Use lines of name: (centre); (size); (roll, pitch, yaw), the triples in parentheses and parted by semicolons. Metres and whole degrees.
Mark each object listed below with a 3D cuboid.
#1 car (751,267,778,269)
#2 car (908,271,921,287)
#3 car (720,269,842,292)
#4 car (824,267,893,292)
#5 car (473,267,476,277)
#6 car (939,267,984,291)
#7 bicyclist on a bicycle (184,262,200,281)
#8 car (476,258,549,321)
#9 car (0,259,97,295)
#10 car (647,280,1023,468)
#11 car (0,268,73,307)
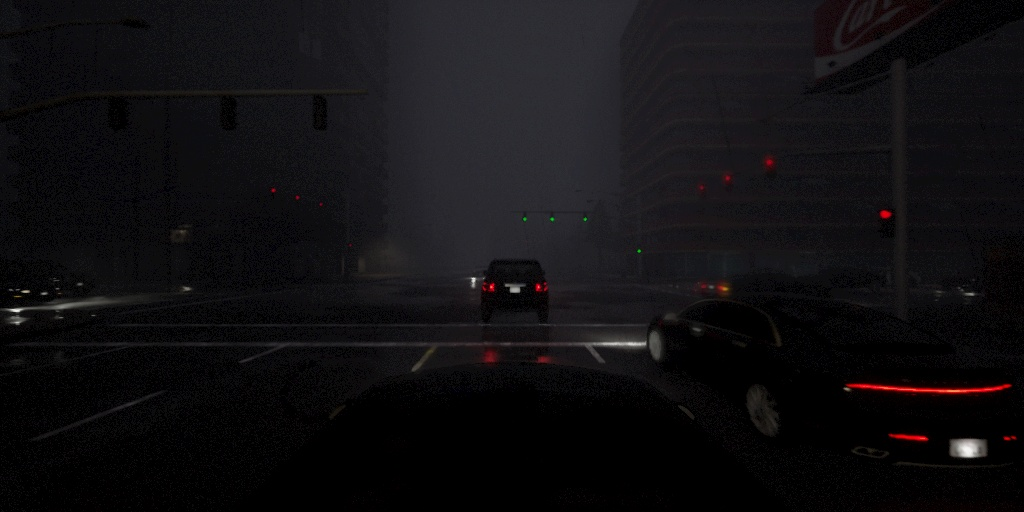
car: (18.636, 1.562, 26.855); (4.674, 1.442, 1.812); (0, -1, 0)
car: (27.743, 1.563, 26.891); (4.674, 1.442, 1.812); (0, -1, 0)
car: (11.549, 1.465, 16.453); (5.357, 1.411, 2.033); (0, -1, -5)
car: (21.318, 1.475, 23.371); (5.008, 1.535, 1.882); (0, -1, 0)
car: (-3.550, 1.742, 42.584); (1.812, 1.442, 4.674); (0, -1, 0)
car: (31.073, 1.475, 23.418); (5.008, 1.535, 1.882); (0, -1, -1)
bicyclist on a bicycle: (-28.003, 1.389, 31.392); (0.582, 1.620, 1.656); (0, 0, 0)
car: (0.096, 1.104, 13.169); (2.150, 2.045, 5.566); (0, 0, 0)
car: (-26.171, 1.173, 19.419); (5.566, 2.045, 2.150); (0, -1, -1)
car: (3.601, 1.295, 5.256); (1.837, 1.490, 4.892); (0, -1, 0)
car: (-23.211, 1.417, 15.935); (4.892, 1.490, 1.837); (0, -1, 0)
